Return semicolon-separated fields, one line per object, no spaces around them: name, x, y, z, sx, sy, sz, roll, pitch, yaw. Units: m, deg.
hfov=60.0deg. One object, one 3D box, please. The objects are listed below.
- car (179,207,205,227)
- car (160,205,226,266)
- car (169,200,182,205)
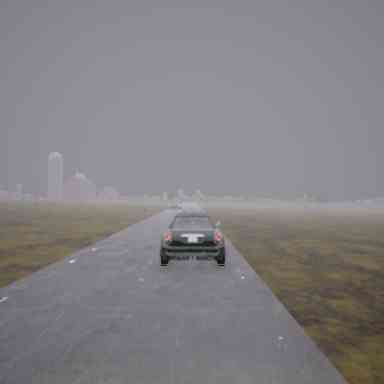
car;0.031;1.972;26.788;1.895;1.301;4.718;0;-1;1
car;0.042;1.512;12.359;2.097;1.767;4.553;0;-1;1
car;-2.819;2.191;57.077;2.097;1.767;4.553;0;-1;0
